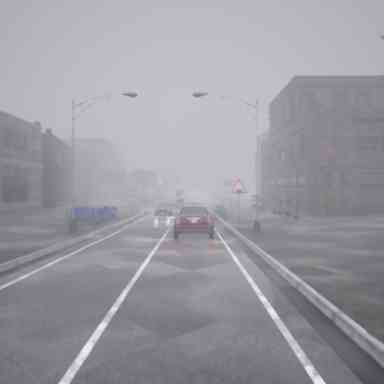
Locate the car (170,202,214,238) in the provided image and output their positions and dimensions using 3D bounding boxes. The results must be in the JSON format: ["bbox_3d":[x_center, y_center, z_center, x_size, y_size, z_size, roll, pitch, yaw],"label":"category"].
[{"bbox_3d":[0.100,1.515,18.787,2.097,1.767,4.553,0,-1,0],"label":"car"}]

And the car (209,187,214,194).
[{"bbox_3d":[8.146,0.298,91.496,5.566,2.045,2.435,0,2,-1],"label":"car"}]

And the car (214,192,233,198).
[{"bbox_3d":[8.184,0.775,85.998,4.674,1.452,2.002,0,2,-1],"label":"car"}]

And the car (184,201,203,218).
[{"bbox_3d":[0.145,1.784,34.472,1.837,1.490,4.892,0,0,1],"label":"car"}]

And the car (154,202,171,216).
[{"bbox_3d":[-3.004,1.827,36.524,2.033,1.411,5.357,0,0,0],"label":"car"}]

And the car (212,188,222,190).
[{"bbox_3d":[8.117,0.514,88.746,4.553,1.767,2.185,0,2,-1],"label":"car"}]

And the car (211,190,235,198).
[{"bbox_3d":[8.026,0.830,83.239,5.366,1.575,1.946,0,2,-1],"label":"car"}]
